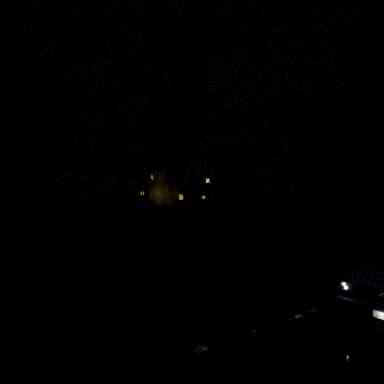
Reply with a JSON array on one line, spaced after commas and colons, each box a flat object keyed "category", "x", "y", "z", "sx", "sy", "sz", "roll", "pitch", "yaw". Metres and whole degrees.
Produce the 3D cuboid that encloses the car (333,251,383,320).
[{"category": "car", "x": 5.140, "y": 1.545, "z": 6.758, "sx": 5.357, "sy": 1.411, "sz": 2.033, "roll": 0, "pitch": 0, "yaw": -36}]
